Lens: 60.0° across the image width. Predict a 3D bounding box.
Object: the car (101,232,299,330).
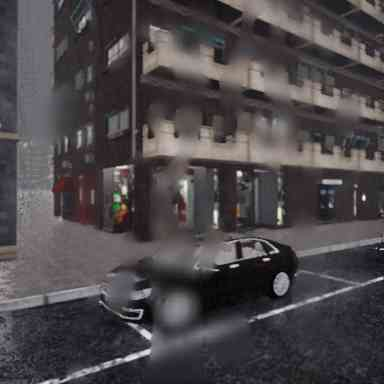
[{"bbox_3d":[0.370,1.543,6.820,4.403,1.369,2.008,0,0,-35],"label":"car"}]
